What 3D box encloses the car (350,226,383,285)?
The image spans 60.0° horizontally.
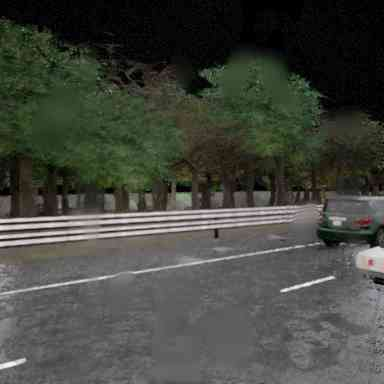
[{"bbox_3d":[6.095,1.567,8.117,4.718,1.301,1.895,0,0,-36],"label":"car"}]

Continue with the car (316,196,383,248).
[{"bbox_3d":[7.306,1.178,13.323,5.566,2.045,2.150,0,0,-36],"label":"car"}]
